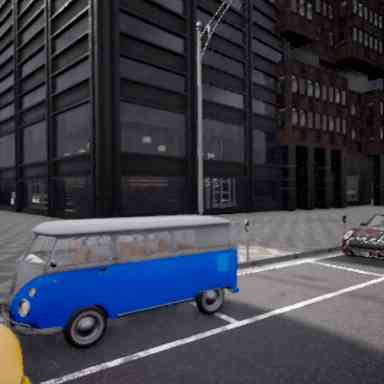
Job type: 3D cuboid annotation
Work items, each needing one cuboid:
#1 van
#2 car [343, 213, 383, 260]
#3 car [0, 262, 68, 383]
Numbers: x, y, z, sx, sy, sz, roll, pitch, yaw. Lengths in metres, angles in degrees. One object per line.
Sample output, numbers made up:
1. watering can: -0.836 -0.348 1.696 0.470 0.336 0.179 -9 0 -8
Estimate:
1. van: -0.989 1.343 5.960 3.998 1.788 1.690 0 -1 -35
2. car: 7.112 1.449 11.739 4.097 1.590 1.967 0 -1 -35
3. car: -3.241 1.476 1.051 5.008 1.535 1.882 -1 0 -35
